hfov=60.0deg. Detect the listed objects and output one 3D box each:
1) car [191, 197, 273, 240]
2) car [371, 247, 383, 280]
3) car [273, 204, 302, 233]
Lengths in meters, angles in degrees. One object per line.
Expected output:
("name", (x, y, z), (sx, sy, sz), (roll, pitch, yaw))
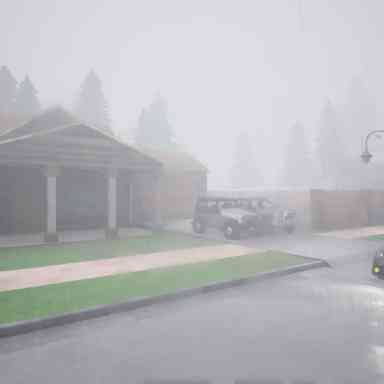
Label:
("car", (1.614, 1.176, 15.984), (1.905, 1.878, 3.866), (0, 0, -36))
("car", (6.482, 1.564, 8.571), (4.181, 1.385, 1.994), (0, 0, -35))
("car", (3.434, 1.174, 17.762), (1.932, 1.855, 4.605), (0, 0, -36))
